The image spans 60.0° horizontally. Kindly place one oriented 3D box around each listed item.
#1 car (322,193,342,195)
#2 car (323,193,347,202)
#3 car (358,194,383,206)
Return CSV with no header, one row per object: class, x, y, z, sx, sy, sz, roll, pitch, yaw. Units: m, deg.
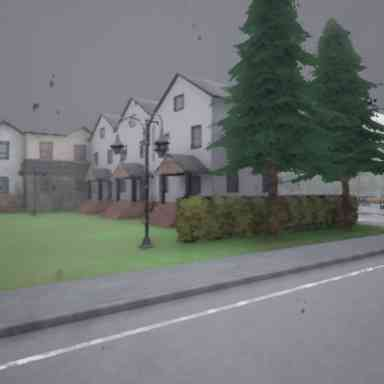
car,30.033,1.208,72.773,1.905,1.878,3.866,0,0,-36
car,32.147,1.234,74.809,1.932,1.855,4.605,0,0,-36
car,27.300,1.197,49.351,1.932,1.855,4.605,0,0,-36
